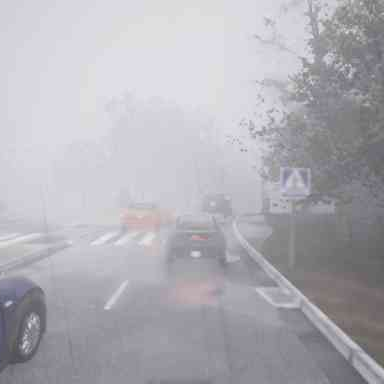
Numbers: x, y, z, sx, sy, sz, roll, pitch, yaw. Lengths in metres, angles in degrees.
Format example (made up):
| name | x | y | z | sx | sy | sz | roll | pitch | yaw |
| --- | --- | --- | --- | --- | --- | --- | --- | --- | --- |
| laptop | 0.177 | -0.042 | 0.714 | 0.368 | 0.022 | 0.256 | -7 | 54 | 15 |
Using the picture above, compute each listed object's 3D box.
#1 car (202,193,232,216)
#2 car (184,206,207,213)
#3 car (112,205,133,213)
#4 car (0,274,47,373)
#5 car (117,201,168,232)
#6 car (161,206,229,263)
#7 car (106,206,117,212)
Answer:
| name | x | y | z | sx | sy | sz | roll | pitch | yaw |
| --- | --- | --- | --- | --- | --- | --- | --- | --- | --- |
| car | 2.213 | 1.139 | 28.804 | 2.150 | 2.045 | 5.566 | -1 | -1 | 12 |
| car | 0.811 | 4.041 | 76.586 | 4.902 | 1.511 | 2.128 | -1 | -4 | 23 |
| car | -16.641 | 4.025 | 79.242 | 4.553 | 1.767 | 2.097 | 2 | -4 | -27 |
| car | -3.153 | 1.345 | 2.982 | 2.097 | 1.767 | 4.553 | 0 | 0 | 0 |
| car | -2.605 | 1.316 | 19.869 | 2.097 | 1.767 | 4.553 | 0 | 0 | 5 |
| car | 0.155 | 1.481 | 11.806 | 1.837 | 1.490 | 4.892 | 0 | 1 | 1 |
| car | -16.997 | 3.922 | 75.355 | 5.008 | 1.535 | 1.882 | 2 | -4 | -31 |
